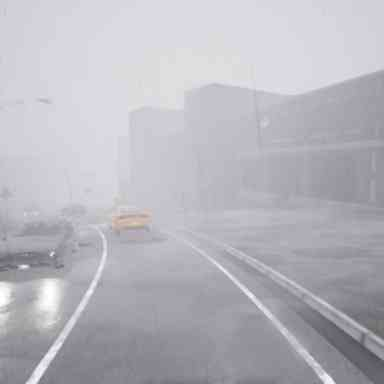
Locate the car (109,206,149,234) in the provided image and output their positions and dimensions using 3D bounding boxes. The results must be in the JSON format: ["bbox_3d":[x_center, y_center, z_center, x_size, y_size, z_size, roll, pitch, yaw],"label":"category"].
[{"bbox_3d":[-3.916,1.561,20.172,1.882,1.535,5.008,-2,0,-20],"label":"car"}]

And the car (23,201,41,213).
[{"bbox_3d":[-24.284,2.118,50.589,2.097,1.767,4.553,-2,0,-21],"label":"car"}]

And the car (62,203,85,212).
[{"bbox_3d":[-13.709,1.945,38.338,1.994,1.385,4.181,-3,1,-32],"label":"car"}]

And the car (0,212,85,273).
[{"bbox_3d":[-5.116,1.661,11.562,2.033,1.411,5.357,-1,0,-13],"label":"car"}]
